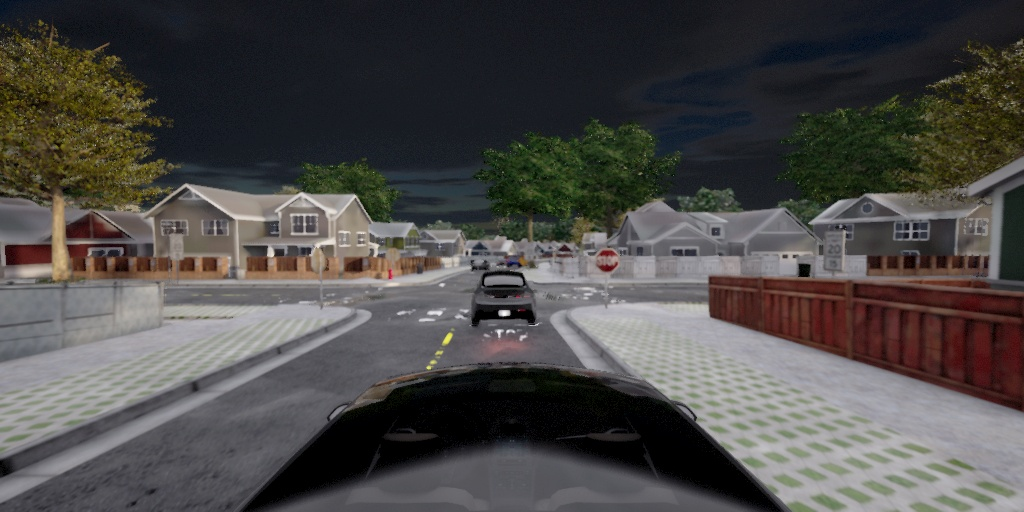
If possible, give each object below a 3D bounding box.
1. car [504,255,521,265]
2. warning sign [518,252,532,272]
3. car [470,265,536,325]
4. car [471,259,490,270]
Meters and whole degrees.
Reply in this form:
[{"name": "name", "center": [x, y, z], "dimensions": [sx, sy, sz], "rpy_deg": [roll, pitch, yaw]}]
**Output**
[{"name": "car", "center": [0.573, 0.863, 60.657], "dimensions": [2.150, 2.045, 5.566], "rpy_deg": [0, 0, 9]}, {"name": "warning sign", "center": [1.242, 0.781, 39.566], "dimensions": [1.300, 1.860, 1.060], "rpy_deg": [0, 0, 2]}, {"name": "car", "center": [-0.314, 1.220, 11.744], "dimensions": [1.837, 1.490, 4.892], "rpy_deg": [0, 0, -3]}, {"name": "car", "center": [-3.840, 1.131, 44.322], "dimensions": [1.882, 1.535, 5.008], "rpy_deg": [0, 0, 3]}]
